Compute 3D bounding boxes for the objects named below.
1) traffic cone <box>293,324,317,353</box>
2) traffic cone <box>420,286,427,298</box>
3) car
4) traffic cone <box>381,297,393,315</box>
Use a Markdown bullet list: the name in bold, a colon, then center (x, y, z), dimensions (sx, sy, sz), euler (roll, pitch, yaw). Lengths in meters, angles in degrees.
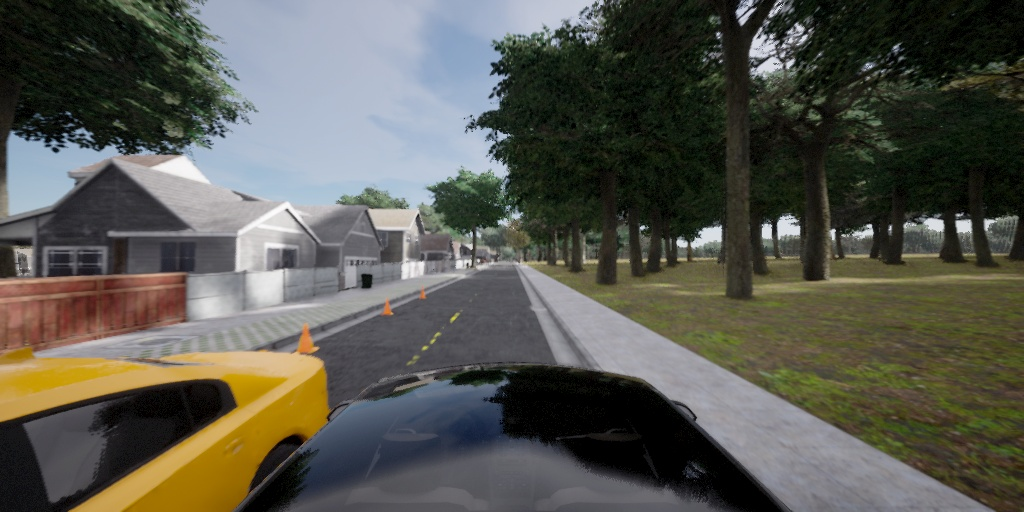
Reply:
- **traffic cone**: center (-4.376, 1.732, 7.606), dimensions (0.340, 0.580, 0.340), euler (0, 0, 0)
- **traffic cone**: center (-4.383, 1.771, 17.608), dimensions (0.340, 0.580, 0.340), euler (0, 0, 0)
- **car**: center (-2.450, 1.226, 0.940), dimensions (1.882, 1.535, 5.008), euler (0, 0, 0)
- **traffic cone**: center (-4.380, 1.752, 12.608), dimensions (0.340, 0.580, 0.340), euler (0, 0, 0)
